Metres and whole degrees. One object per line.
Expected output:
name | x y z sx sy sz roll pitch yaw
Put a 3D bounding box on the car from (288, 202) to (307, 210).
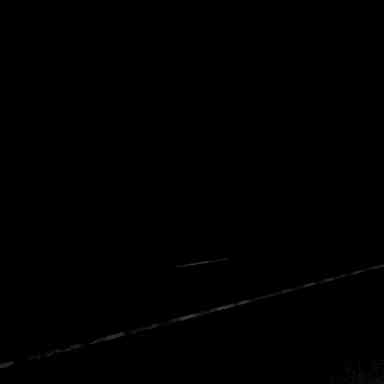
car | 14.798 2.196 48.410 1.882 1.535 5.008 3 0 -19
